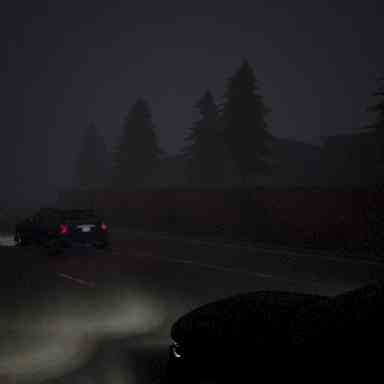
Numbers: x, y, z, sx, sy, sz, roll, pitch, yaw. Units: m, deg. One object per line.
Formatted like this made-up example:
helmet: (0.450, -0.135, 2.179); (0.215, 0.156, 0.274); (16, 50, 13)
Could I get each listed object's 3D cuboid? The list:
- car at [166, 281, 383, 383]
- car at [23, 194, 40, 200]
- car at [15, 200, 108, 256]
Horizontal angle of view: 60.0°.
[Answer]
car: (2.042, 1.489, 2.666); (5.008, 1.535, 1.882); (0, 0, 35)
car: (-39.645, 1.296, 82.437); (2.097, 1.767, 4.553); (0, 0, 5)
car: (-5.370, 1.369, 13.462); (4.553, 1.767, 2.097); (0, 0, 43)
